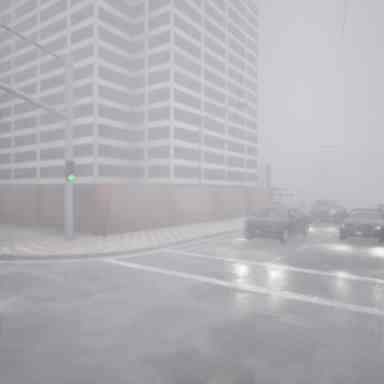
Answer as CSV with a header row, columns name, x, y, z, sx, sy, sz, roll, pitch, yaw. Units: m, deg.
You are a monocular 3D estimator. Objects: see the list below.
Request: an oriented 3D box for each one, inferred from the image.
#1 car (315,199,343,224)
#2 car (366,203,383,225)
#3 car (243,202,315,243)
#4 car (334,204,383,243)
name,x,y,z,sx,sy,sz,roll,pitch,yaw
car,9.824,1.330,24.206,2.097,1.767,4.553,0,0,35
car,14.245,1.556,24.385,1.994,1.385,4.181,0,0,36
car,4.259,1.455,16.330,1.882,1.535,5.008,0,0,35
car,8.560,1.517,16.324,1.812,1.442,4.674,0,0,35
